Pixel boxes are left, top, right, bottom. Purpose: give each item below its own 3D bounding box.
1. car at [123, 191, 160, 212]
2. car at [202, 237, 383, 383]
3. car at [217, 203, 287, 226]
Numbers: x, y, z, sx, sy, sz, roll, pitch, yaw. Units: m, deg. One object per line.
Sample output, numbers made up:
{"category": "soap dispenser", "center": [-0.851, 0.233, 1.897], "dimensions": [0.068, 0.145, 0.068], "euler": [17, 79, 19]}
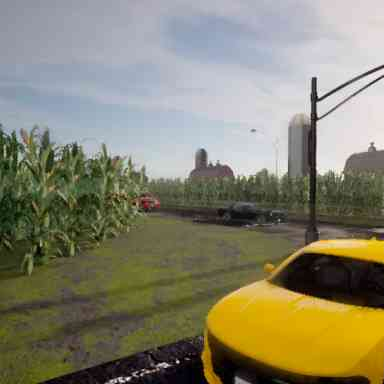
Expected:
{"category": "car", "center": [-5.534, 0.933, 34.378], "dimensions": [2.150, 2.045, 5.566], "euler": [1, 0, -38]}
{"category": "car", "center": [2.283, 1.478, 4.709], "dimensions": [5.008, 1.535, 1.882], "euler": [0, 1, -44]}
{"category": "car", "center": [3.984, 1.443, 22.420], "dimensions": [1.895, 1.301, 4.718], "euler": [2, 0, -41]}
